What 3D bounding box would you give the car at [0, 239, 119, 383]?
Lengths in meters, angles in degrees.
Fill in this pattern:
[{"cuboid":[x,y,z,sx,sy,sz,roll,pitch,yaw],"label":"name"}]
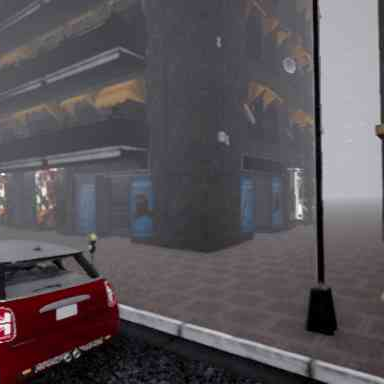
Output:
[{"cuboid":[-3.064,1.448,5.079,4.097,1.590,1.967,0,-1,36],"label":"car"}]
